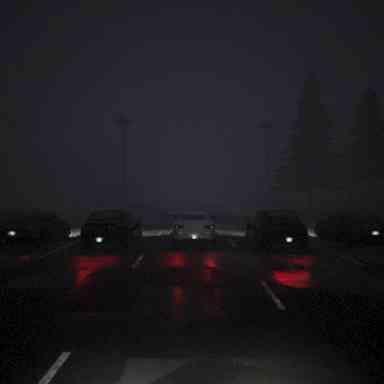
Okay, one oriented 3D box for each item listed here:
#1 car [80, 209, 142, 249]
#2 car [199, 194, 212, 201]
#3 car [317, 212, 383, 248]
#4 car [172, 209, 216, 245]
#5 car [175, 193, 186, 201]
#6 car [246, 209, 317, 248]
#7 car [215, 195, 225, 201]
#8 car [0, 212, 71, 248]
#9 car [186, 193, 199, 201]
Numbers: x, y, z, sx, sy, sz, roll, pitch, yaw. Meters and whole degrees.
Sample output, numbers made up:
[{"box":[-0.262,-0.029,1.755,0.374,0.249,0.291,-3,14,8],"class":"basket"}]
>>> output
[{"box":[-3.409,1.503,14.671,1.837,1.490,4.892,0,0,0],"class":"car"},{"box":[3.537,1.344,86.999,2.097,1.767,4.553,0,0,2],"class":"car"},{"box":[7.091,1.562,14.862,1.994,1.385,4.181,0,0,0],"class":"car"},{"box":[0.086,1.524,15.380,1.812,1.442,4.674,0,0,0],"class":"car"},{"box":[-3.444,1.543,88.139,1.994,1.385,4.181,0,0,2],"class":"car"},{"box":[3.591,1.503,14.680,1.837,1.490,4.892,0,0,0],"class":"car"},{"box":[7.038,1.514,87.056,1.812,1.442,4.674,0,0,2],"class":"car"},{"box":[-6.972,1.563,14.837,1.994,1.385,4.181,0,0,-2],"class":"car"},{"box":[0.050,1.583,87.661,1.895,1.301,4.718,0,0,2],"class":"car"}]
